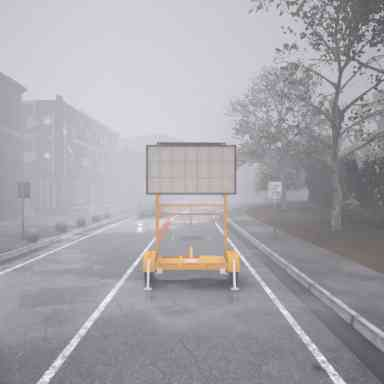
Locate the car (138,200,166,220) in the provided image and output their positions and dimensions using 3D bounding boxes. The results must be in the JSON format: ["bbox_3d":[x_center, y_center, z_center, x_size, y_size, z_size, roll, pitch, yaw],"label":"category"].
[{"bbox_3d":[-3.365,1.514,28.530,1.837,1.490,4.892,0,0,3],"label":"car"}]

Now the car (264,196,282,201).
[{"bbox_3d":[17.877,1.094,72.813,4.902,1.511,2.128,-2,0,-33],"label":"car"}]

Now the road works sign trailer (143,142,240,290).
[{"bbox_3d":[-0.020,0.467,9.035,2.380,3.560,2.880,0,0,0],"label":"road works sign trailer"}]
